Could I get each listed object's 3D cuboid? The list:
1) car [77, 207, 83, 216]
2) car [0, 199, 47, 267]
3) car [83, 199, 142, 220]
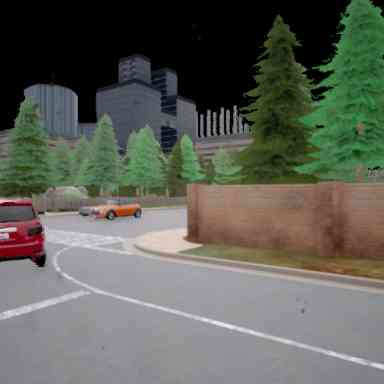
[{"bbox_3d":[-8.407,1.636,31.520,1.895,1.301,4.718,0,0,35],"label":"car"},{"bbox_3d":[-6.147,1.240,11.072,2.150,2.045,5.566,-1,1,-27],"label":"car"},{"bbox_3d":[-6.447,1.383,28.231,2.097,1.767,4.553,0,0,35],"label":"car"}]
